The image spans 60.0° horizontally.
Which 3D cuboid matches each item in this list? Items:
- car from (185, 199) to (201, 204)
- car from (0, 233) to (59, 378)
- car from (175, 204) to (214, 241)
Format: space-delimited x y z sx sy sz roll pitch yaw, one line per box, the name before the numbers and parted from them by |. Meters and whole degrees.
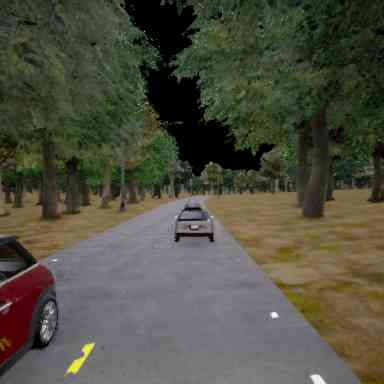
car | 0.111 1.554 40.580 1.994 1.385 4.181 0 0 0
car | -3.097 1.351 3.200 2.097 1.767 4.553 0 0 0
car | 0.104 1.543 16.720 2.033 1.411 5.357 0 0 0
